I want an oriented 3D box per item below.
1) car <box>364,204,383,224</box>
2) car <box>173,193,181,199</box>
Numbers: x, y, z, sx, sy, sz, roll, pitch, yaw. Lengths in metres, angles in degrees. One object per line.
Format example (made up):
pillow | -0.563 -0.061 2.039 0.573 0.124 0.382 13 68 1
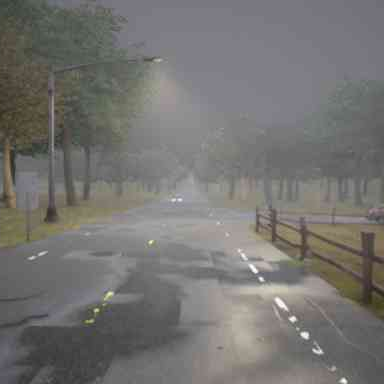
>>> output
car | 18.303 1.942 30.258 4.553 1.767 2.097 2 3 0
car | -3.526 0.923 78.381 1.895 1.301 4.718 0 1 0
